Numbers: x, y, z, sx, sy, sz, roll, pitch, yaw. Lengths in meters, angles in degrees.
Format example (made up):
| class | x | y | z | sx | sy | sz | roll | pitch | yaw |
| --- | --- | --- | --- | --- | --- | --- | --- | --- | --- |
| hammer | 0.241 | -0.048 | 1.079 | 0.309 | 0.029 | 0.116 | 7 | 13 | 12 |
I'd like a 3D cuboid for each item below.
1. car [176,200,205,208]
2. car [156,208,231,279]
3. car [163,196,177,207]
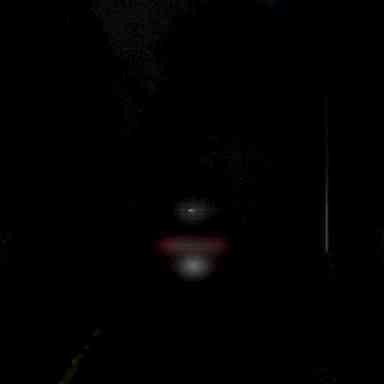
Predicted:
| class | x | y | z | sx | sy | sz | roll | pitch | yaw |
| --- | --- | --- | --- | --- | --- | --- | --- | --- | --- |
| car | 0.067 | 1.432 | 26.265 | 2.033 | 1.411 | 5.357 | 0 | 0 | 0 |
| car | 0.058 | 1.450 | 9.928 | 2.128 | 1.511 | 4.902 | 0 | 0 | 1 |
| car | -3.083 | 1.297 | 47.586 | 2.033 | 1.411 | 5.357 | 0 | 0 | 0 |
